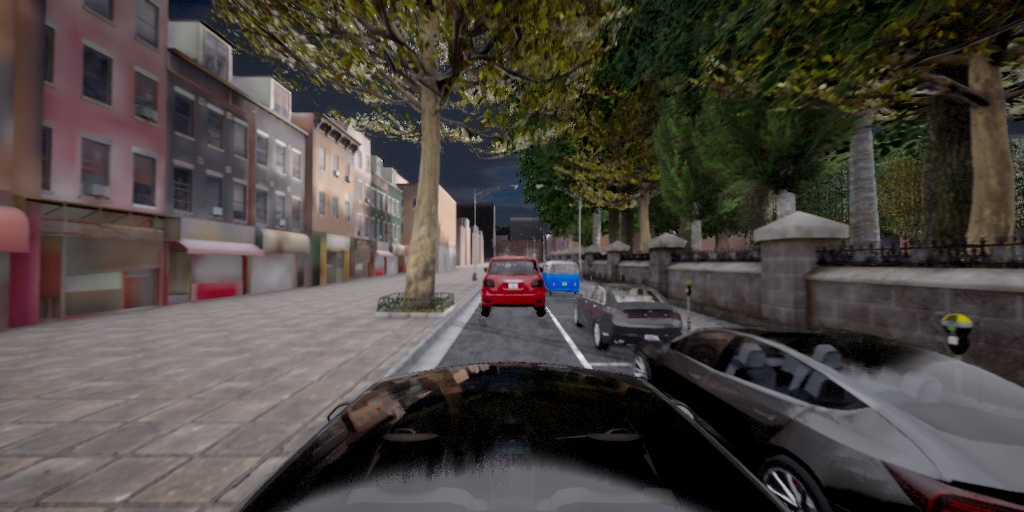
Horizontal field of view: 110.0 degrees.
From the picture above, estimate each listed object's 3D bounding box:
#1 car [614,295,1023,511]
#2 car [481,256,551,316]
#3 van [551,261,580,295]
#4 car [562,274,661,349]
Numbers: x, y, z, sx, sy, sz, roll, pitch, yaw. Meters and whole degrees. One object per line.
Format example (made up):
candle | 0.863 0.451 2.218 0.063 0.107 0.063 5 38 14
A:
car | 2.638 1.324 3.541 1.948 1.339 4.313 0 0 0
car | 0.061 1.032 13.867 2.150 2.045 5.566 0 0 0
van | 2.634 1.181 19.888 1.690 1.789 3.998 0 0 0
car | 2.637 1.335 8.990 2.007 1.370 4.403 0 0 0
